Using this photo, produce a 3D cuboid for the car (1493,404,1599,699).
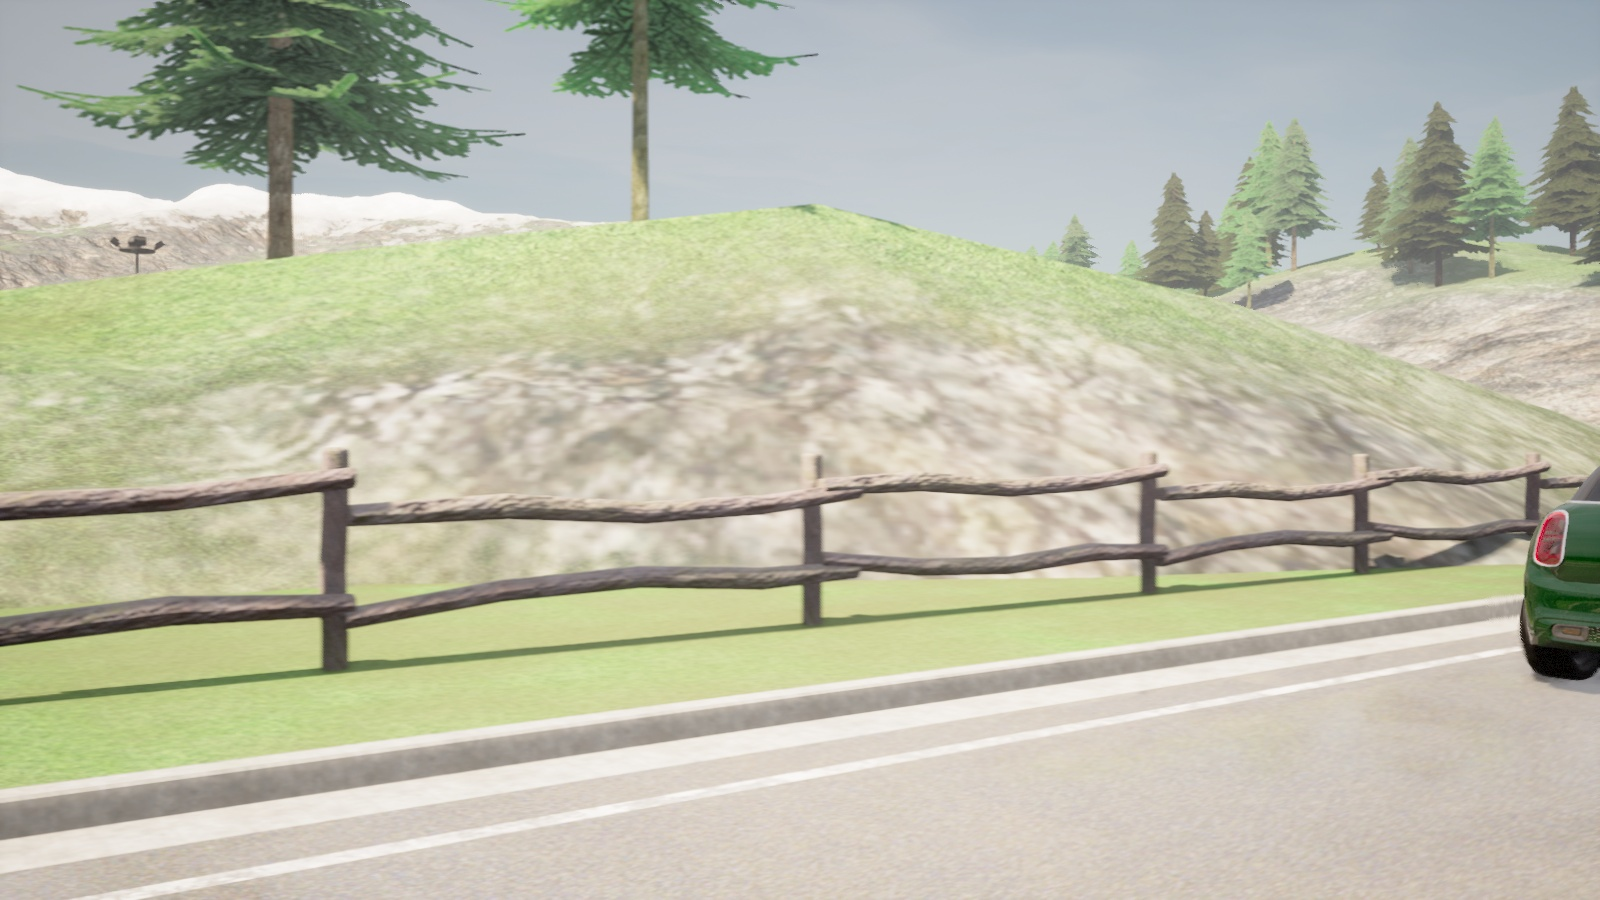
[{"bbox_3d":[6.897,0.605,8.459,4.553,1.767,2.097,0,0,-35],"label":"car"}]
